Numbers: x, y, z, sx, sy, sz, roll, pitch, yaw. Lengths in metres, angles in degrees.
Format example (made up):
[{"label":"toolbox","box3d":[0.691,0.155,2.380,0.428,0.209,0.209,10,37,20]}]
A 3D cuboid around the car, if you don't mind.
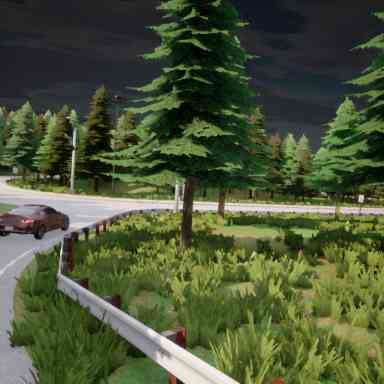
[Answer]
[{"label":"car","box3d":[-7.659,1.336,16.413,1.812,1.442,4.674,4,1,2]}]
